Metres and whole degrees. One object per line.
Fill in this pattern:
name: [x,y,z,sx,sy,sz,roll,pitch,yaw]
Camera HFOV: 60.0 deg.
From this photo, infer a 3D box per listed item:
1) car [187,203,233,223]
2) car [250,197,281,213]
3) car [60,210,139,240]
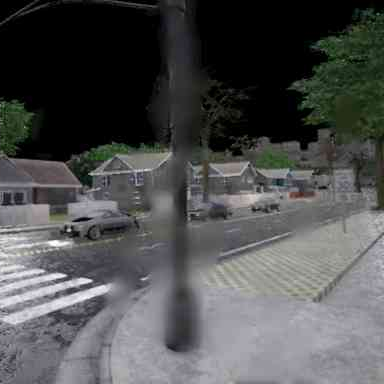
car: [1.307,1.549,26.180,2.033,1.411,5.357,-1,0,35]
car: [7.919,1.368,35.480,1.837,1.490,4.892,-1,0,35]
car: [-4.774,1.649,17.607,1.994,1.385,4.181,-1,0,35]
